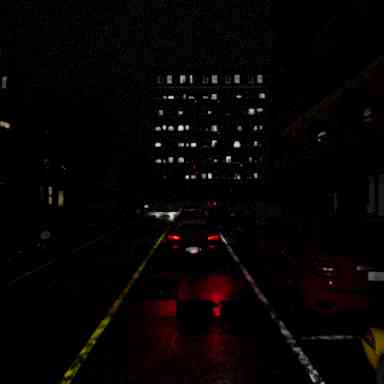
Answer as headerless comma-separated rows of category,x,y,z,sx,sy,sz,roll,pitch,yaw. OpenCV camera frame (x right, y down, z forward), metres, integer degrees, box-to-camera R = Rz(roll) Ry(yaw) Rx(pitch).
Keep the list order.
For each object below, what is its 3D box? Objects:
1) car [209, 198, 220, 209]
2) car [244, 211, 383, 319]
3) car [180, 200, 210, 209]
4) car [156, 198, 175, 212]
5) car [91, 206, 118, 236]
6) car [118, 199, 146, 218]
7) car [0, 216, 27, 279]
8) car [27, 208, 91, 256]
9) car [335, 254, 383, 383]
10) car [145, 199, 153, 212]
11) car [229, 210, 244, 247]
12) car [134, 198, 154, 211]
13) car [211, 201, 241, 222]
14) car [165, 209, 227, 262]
car,2.736,1.456,41.369,1.967,1.590,4.097,1,0,0
car,2.704,1.317,7.253,2.192,1.841,5.009,1,0,0
car,0.058,1.500,26.462,2.128,1.511,4.902,0,0,0
car,-3.092,1.492,39.425,1.882,1.535,5.008,0,0,0
car,-5.652,1.587,18.564,1.802,1.307,4.206,1,0,0
car,-5.656,1.576,29.937,1.947,1.339,4.313,1,0,0
car,-5.645,1.442,7.190,1.967,1.590,4.097,1,0,0
car,-5.648,1.443,12.878,1.967,1.590,4.097,1,0,0
car,2.702,1.526,1.735,1.752,1.417,4.829,1,0,0
car,-5.658,1.564,35.625,2.008,1.369,4.403,1,0,0
car,2.697,1.585,12.939,1.802,1.307,4.206,1,0,0
car,-5.830,1.541,41.142,1.752,1.417,4.829,1,0,0
car,2.693,1.573,24.312,1.947,1.339,4.313,1,0,0
car,0.069,1.529,12.017,1.812,1.442,4.674,0,0,1
